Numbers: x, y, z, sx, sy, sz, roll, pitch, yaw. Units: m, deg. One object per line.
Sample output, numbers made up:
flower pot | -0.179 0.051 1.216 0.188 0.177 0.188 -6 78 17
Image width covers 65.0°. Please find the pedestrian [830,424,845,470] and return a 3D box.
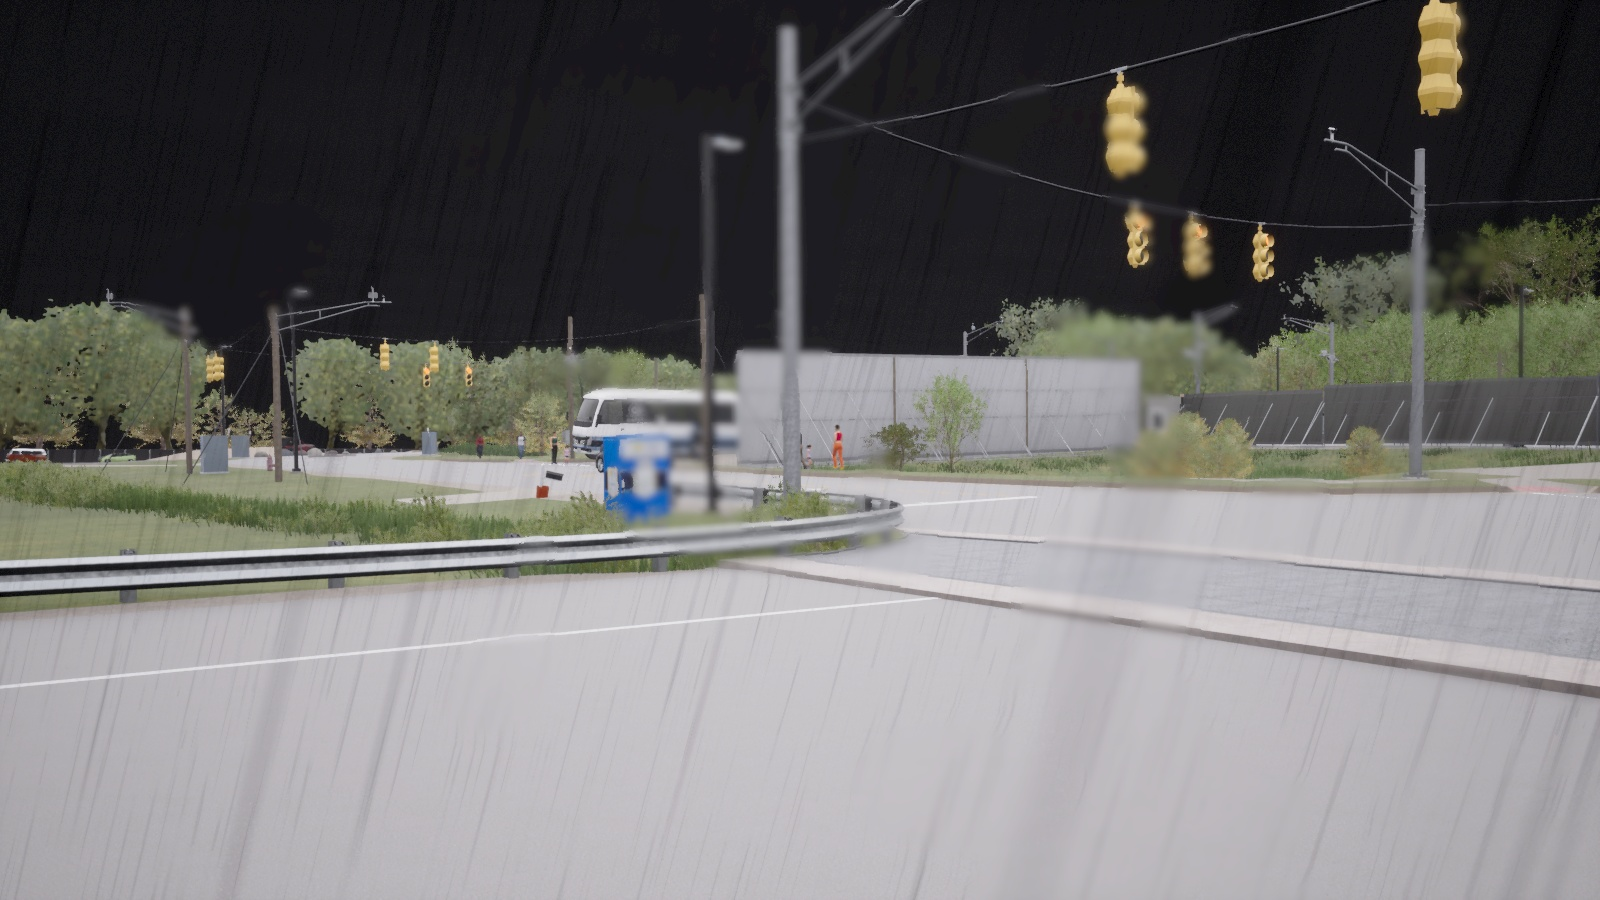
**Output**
pedestrian | 1.514 -0.129 50.533 0.345 1.836 0.594 -2 2 -29

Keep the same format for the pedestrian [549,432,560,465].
pedestrian | -13.795 -0.063 70.547 0.345 1.836 0.594 -2 2 -35

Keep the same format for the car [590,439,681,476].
car | -7.139 0.281 54.108 1.837 1.490 4.892 -2 2 -35

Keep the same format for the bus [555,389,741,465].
bus | -9.107 -1.401 75.539 10.273 4.253 3.944 0 3 -29
